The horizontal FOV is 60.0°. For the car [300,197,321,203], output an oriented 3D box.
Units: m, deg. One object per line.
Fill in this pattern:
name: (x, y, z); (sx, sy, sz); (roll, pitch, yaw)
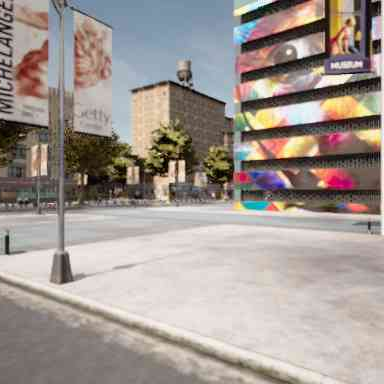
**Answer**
car: (13.595, 1.388, 38.231); (2.002, 1.452, 4.674); (0, 0, 37)

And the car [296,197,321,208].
car: (17.717, 1.503, 50.429); (2.161, 1.482, 4.786); (0, 0, 37)
